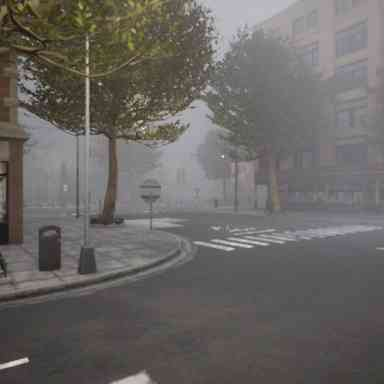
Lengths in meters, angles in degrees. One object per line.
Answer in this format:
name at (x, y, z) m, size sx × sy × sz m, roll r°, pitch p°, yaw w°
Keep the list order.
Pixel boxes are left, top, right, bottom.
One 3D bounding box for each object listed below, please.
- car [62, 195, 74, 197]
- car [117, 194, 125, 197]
car at (-26.485, 1.412, 73.825) m, size 4.786 × 1.482 × 2.161 m, roll 0°, pitch 0°, yaw -36°
car at (-18.955, 1.317, 84.268) m, size 4.674 × 1.452 × 2.002 m, roll 0°, pitch 0°, yaw -36°
